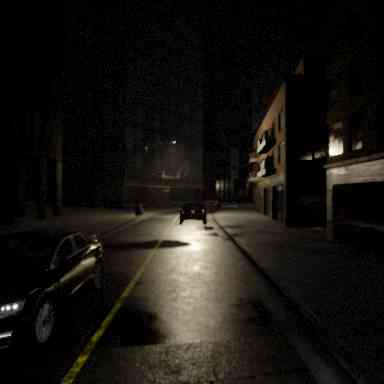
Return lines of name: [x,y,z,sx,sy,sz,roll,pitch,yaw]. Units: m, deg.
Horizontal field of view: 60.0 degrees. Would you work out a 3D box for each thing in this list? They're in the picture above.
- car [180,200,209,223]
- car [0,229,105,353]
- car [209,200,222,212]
car: [0.111,1.569,27.411,2.097,1.767,4.553,0,-1,1]
car: [-3.096,1.544,6.474,2.128,1.511,4.902,0,-1,0]
car: [2.858,1.869,45.602,2.128,1.511,4.902,0,-1,19]
